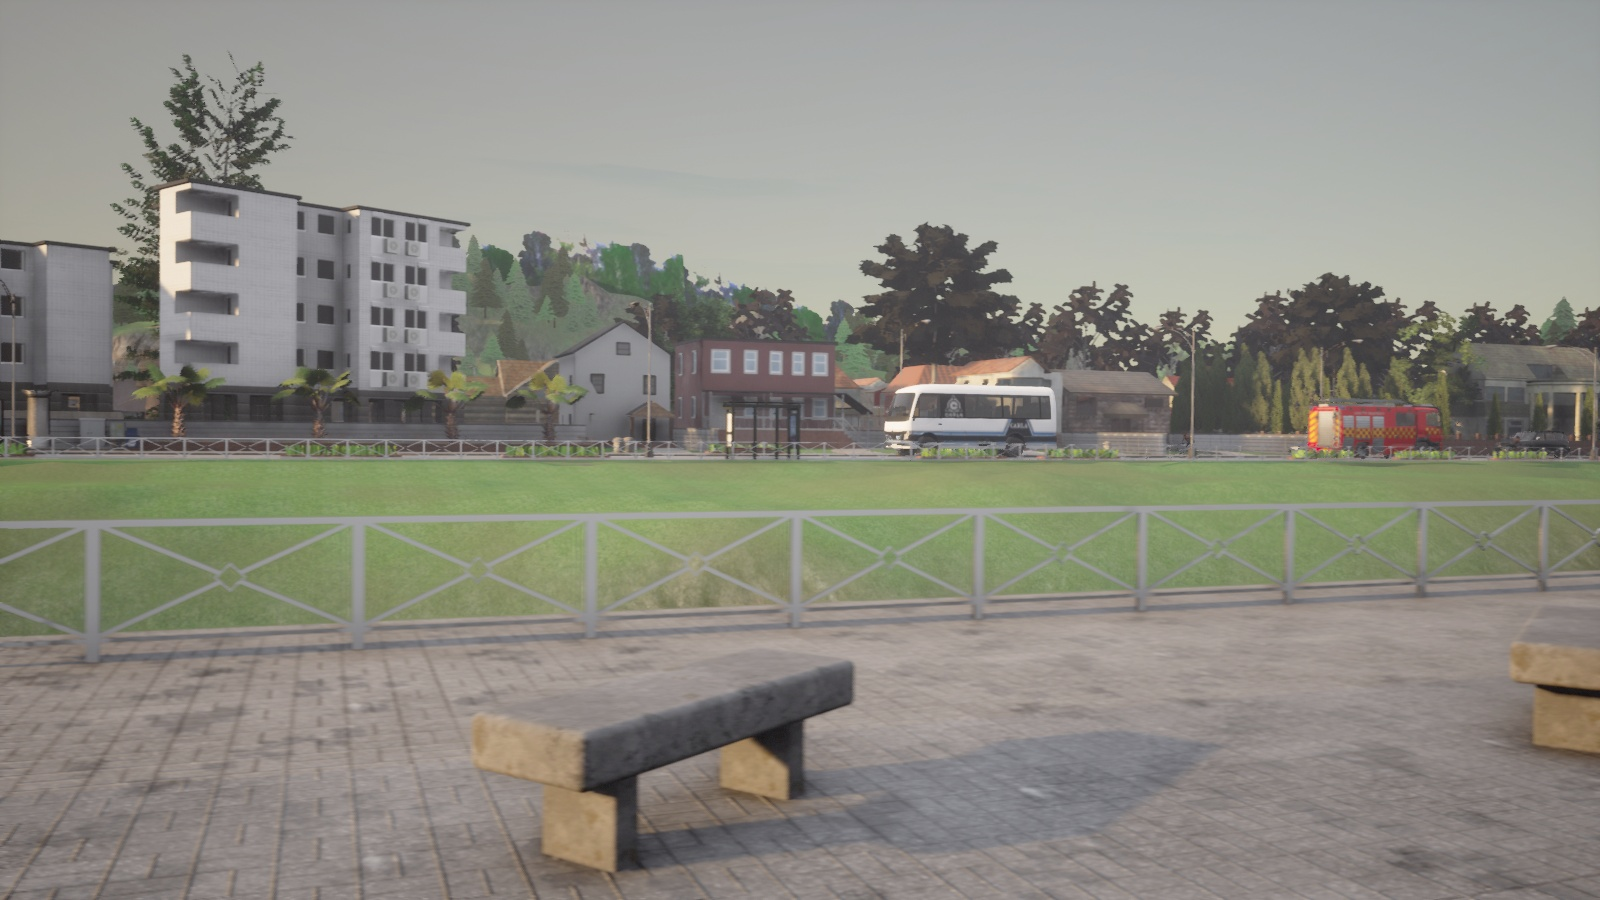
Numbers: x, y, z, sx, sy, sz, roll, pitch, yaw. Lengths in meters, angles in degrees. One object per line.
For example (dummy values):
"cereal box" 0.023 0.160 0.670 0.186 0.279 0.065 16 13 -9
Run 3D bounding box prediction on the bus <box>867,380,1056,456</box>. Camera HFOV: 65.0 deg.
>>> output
"bus" 9.439 -1.874 73.342 10.273 4.253 3.944 -1 1 -21

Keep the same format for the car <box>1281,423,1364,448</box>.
"car" 34.454 -0.966 82.849 4.902 1.511 2.128 -1 1 -21

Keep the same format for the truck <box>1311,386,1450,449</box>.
"truck" 36.712 -2.056 79.414 8.468 3.827 2.891 -1 1 -21
